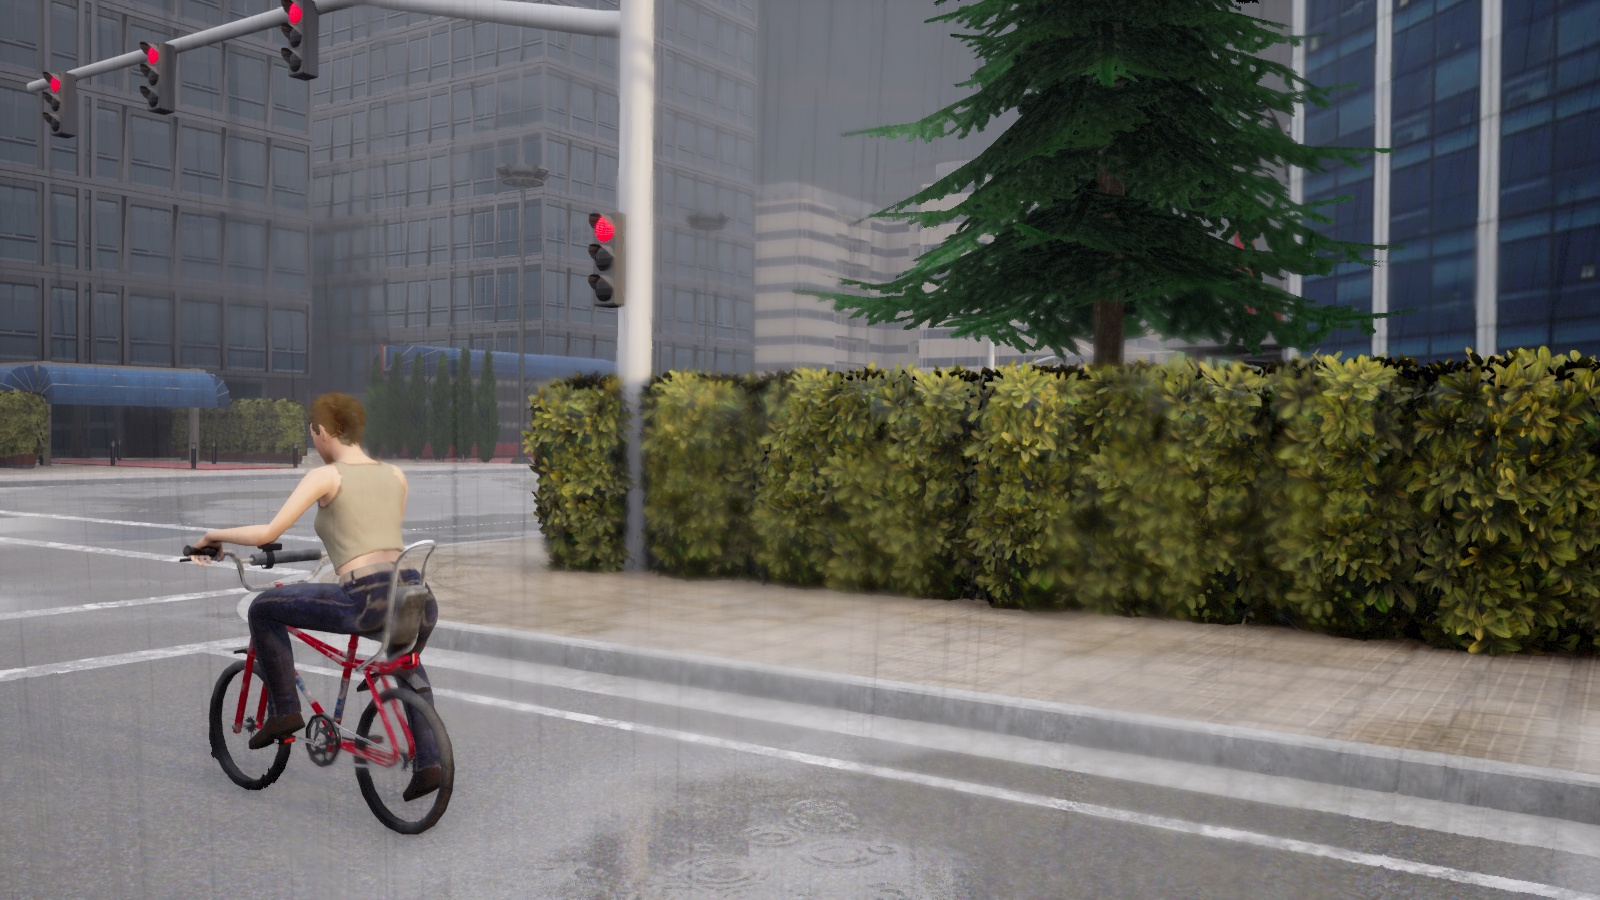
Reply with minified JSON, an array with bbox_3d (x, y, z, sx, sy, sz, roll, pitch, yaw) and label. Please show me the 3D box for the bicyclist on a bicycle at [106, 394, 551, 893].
[{"bbox_3d":[-1.824,0.618,4.828,1.509,1.612,0.866,0,1,34],"label":"bicyclist on a bicycle"}]
